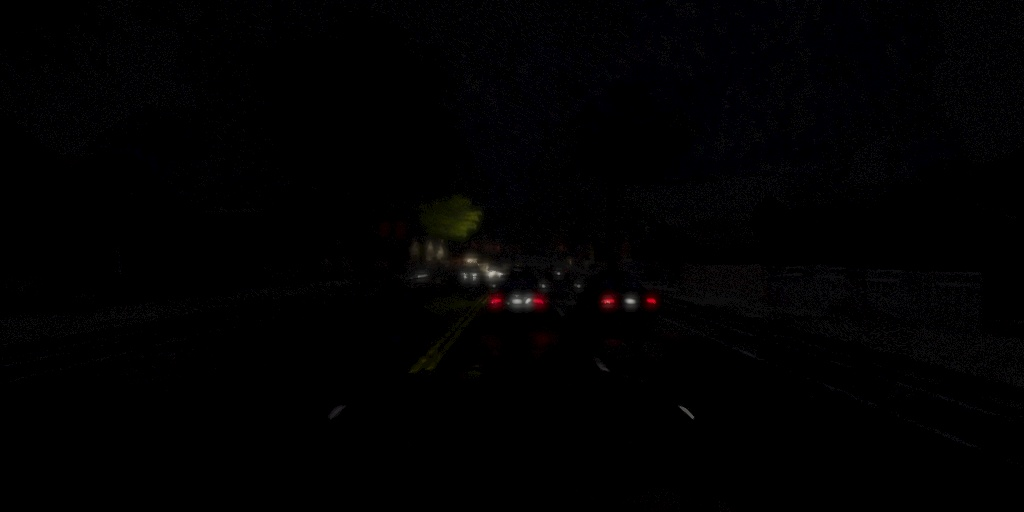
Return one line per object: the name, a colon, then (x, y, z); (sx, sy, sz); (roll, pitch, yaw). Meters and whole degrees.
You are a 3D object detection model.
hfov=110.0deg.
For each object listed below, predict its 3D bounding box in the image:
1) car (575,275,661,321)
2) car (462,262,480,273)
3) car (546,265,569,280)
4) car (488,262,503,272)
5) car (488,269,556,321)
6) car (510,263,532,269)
car: (3.478, 1.366, 12.745); (2.033, 1.411, 5.357); (0, 0, 2)
car: (-5.411, 1.554, 47.754); (1.994, 1.385, 4.181); (0, 0, 2)
car: (4.073, 1.489, 32.930); (1.994, 1.385, 4.181); (0, 0, 2)
car: (-2.144, 1.543, 48.324); (2.033, 1.411, 5.357); (0, 0, 2)
car: (0.227, 1.364, 12.770); (2.033, 1.411, 5.357); (0, 0, 2)
car: (0.807, 1.413, 32.494); (2.128, 1.511, 4.902); (0, 0, 2)
